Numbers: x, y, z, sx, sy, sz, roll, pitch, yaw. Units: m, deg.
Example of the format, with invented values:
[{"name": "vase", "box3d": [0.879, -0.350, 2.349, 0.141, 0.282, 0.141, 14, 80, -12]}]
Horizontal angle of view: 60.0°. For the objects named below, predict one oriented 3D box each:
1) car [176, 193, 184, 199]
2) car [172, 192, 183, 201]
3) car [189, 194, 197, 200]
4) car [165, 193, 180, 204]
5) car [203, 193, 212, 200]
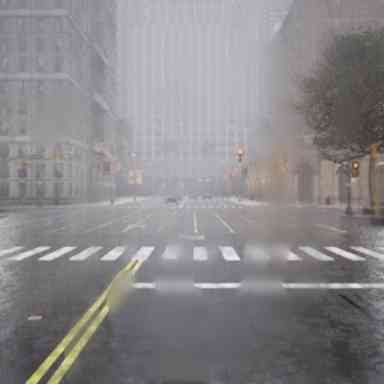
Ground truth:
[{"name": "car", "box3d": [-3.256, 1.043, 88.329, 1.837, 1.490, 4.892, 0, 0, 1]}, {"name": "car", "box3d": [-3.417, 0.931, 72.758, 2.150, 2.045, 5.566, 0, 0, 1]}, {"name": "car", "box3d": [0.171, 1.121, 81.283, 2.128, 1.511, 4.902, 0, 0, 1]}, {"name": "car", "box3d": [-3.561, 1.368, 57.459, 1.895, 1.301, 4.718, 0, 0, 1]}, {"name": "car", "box3d": [3.671, 0.951, 81.217, 2.097, 1.767, 4.553, 0, 0, 1]}]
